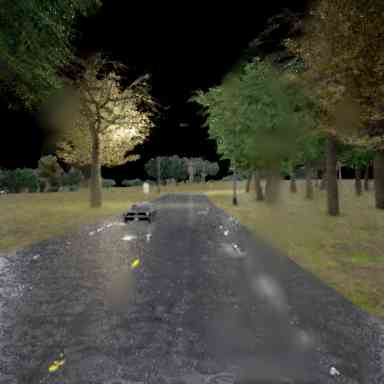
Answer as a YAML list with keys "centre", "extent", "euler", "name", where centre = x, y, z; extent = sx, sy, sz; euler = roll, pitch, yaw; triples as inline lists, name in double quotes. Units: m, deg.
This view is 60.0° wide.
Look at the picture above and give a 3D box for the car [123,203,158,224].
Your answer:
- centre: [-3.591, 1.455, 23.694]
  extent: [1.895, 1.301, 4.718]
  euler: [0, 0, 0]
  name: "car"
